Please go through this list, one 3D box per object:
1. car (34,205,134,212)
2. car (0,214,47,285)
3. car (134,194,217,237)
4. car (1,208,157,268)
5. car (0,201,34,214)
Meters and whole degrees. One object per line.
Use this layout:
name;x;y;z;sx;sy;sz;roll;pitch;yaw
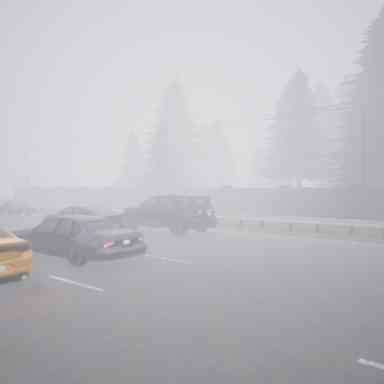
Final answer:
car;-5.454;1.370;16.477;5.008;1.535;1.882;1;0;36
car;-5.938;1.404;8.223;5.008;1.535;1.882;1;0;36
car;-1.336;1.134;17.839;5.566;2.045;2.150;1;0;36
car;-3.938;1.474;11.097;5.357;1.411;2.033;1;0;36
car;-15.148;1.382;27.691;4.718;1.301;1.895;1;0;36
